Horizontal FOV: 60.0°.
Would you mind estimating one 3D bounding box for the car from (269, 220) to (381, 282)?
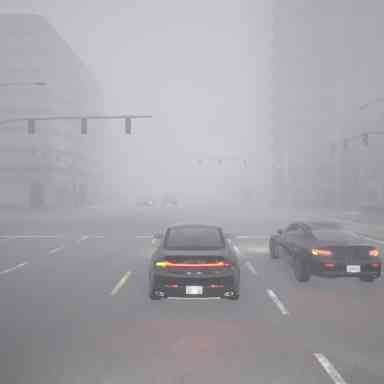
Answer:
[{"bbox_3d":[3.565,1.526,9.622,1.812,1.442,4.674,0,0,0],"label":"car"}]

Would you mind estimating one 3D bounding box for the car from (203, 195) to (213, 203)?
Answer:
[{"bbox_3d":[3.533,1.501,71.613,1.837,1.490,4.892,0,0,0],"label":"car"}]

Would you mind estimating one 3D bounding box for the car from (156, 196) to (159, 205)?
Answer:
[{"bbox_3d":[-7.063,1.477,59.949,1.882,1.535,5.008,0,0,0],"label":"car"}]

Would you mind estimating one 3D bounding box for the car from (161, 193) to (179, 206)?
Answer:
[{"bbox_3d":[-3.597,1.221,53.365,2.150,2.045,5.566,0,0,1],"label":"car"}]

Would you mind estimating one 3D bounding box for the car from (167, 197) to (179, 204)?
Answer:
[{"bbox_3d":[-3.542,1.601,63.339,1.895,1.301,4.718,0,0,1],"label":"car"}]

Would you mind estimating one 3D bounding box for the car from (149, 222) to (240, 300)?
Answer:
[{"bbox_3d":[0.059,1.505,8.366,1.837,1.490,4.892,0,0,0],"label":"car"}]

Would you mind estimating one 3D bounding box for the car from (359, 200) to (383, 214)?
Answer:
[{"bbox_3d":[20.850,1.547,35.482,5.357,1.411,2.033,0,0,1],"label":"car"}]

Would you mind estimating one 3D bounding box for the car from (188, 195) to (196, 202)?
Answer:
[{"bbox_3d":[0.009,1.364,73.874,2.128,1.511,4.902,0,0,0],"label":"car"}]

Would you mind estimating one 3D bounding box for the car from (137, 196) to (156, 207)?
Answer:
[{"bbox_3d":[-7.092,1.547,50.125,2.033,1.411,5.357,0,0,0],"label":"car"}]
